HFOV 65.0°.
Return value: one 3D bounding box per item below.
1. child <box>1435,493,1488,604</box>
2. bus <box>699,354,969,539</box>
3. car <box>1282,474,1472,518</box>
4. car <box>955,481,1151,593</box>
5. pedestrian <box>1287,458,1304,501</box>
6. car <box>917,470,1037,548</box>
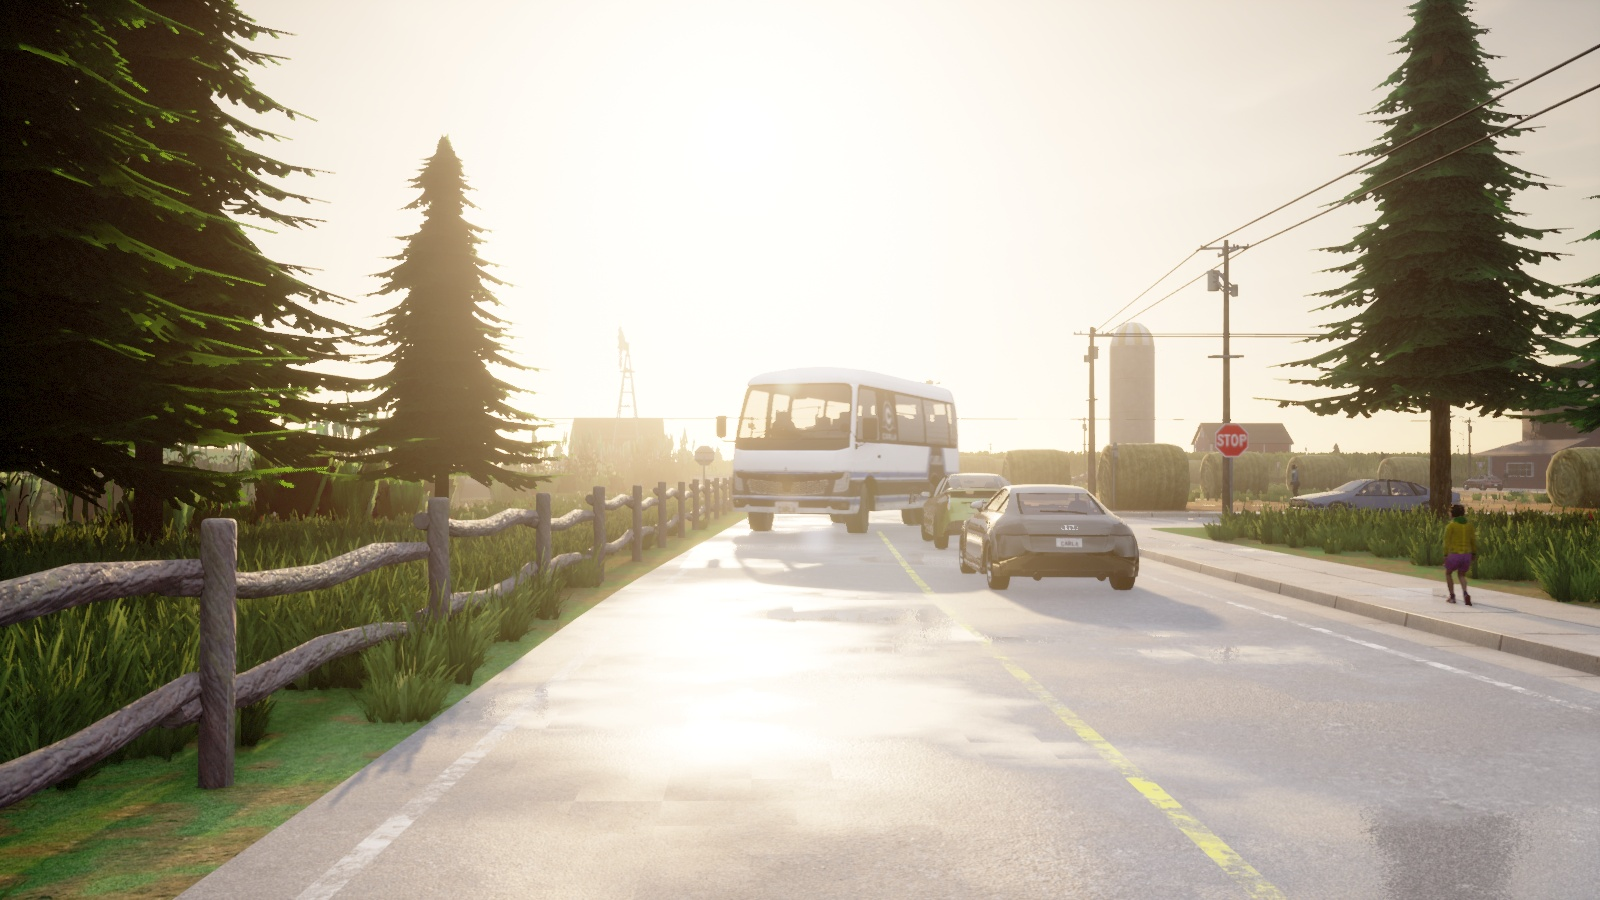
[{"bbox_3d":[7.087,1.043,13.465,0.299,1.160,0.473,0,-1,-1],"label":"child"},{"bbox_3d":[1.366,0.003,34.308,3.944,4.253,10.273,0,-1,23],"label":"bus"},{"bbox_3d":[19.042,1.509,41.586,5.357,1.411,2.033,0,-1,-1],"label":"car"},{"bbox_3d":[3.463,1.159,18.025,1.994,1.385,4.181,0,-1,1],"label":"car"},{"bbox_3d":[22.090,1.316,56.001,0.692,1.930,0.396,-1,-1,24],"label":"pedestrian"},{"bbox_3d":[3.652,1.185,26.666,2.007,1.525,4.514,0,-1,1],"label":"car"}]
